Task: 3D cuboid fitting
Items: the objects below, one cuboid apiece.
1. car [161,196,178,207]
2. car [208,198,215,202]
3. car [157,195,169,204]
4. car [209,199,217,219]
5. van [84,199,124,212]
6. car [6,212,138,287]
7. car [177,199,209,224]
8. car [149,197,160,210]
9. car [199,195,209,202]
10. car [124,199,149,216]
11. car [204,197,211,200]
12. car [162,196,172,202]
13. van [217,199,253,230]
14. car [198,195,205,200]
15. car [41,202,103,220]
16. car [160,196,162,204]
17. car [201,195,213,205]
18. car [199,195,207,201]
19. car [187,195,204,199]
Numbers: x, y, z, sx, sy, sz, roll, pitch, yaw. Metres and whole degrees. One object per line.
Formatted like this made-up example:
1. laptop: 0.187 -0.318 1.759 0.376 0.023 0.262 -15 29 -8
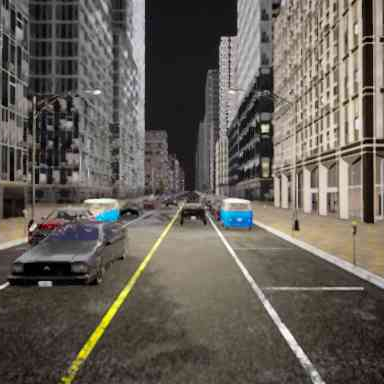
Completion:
1. car: -3.087 1.541 50.753 2.033 1.411 5.357 0 0 0
2. car: 2.695 1.585 32.064 1.802 1.307 4.206 1 0 0
3. car: -5.685 1.417 65.195 1.967 1.590 4.097 1 0 0
4. car: 2.696 1.555 26.390 2.008 1.369 4.403 1 0 0
5. van: -5.682 1.345 20.741 1.690 1.788 3.998 1 0 0
6. car: -3.102 1.551 9.693 2.033 1.411 5.357 0 0 0
7. car: 0.097 1.510 25.093 1.837 1.490 4.892 0 0 0
8. car: -5.685 1.543 43.442 1.887 1.381 4.507 1 0 0
9. car: 2.693 1.512 76.322 2.008 1.369 4.403 1 0 0
10. car: -5.685 1.569 32.092 1.947 1.339 4.313 1 0 0
11. car: 2.695 1.568 37.737 1.947 1.339 4.313 1 0 0
12. car: -5.688 1.526 76.344 1.947 1.339 4.313 1 0 0
13. van: 2.699 1.346 20.715 1.690 1.788 3.998 1 0 0
14. car: 2.691 1.499 93.052 1.947 1.339 4.313 1 0 0
15. car: -5.682 1.444 15.066 1.967 1.590 4.097 1 0 0
16. car: -5.687 1.566 59.622 1.802 1.307 4.206 1 0 0
17. car: 2.695 1.425 59.591 1.967 1.590 4.097 1 0 0
18. car: 2.692 1.534 81.900 1.802 1.307 4.206 1 0 0
19. car: 0.096 1.353 42.055 2.097 1.767 4.553 0 0 0
